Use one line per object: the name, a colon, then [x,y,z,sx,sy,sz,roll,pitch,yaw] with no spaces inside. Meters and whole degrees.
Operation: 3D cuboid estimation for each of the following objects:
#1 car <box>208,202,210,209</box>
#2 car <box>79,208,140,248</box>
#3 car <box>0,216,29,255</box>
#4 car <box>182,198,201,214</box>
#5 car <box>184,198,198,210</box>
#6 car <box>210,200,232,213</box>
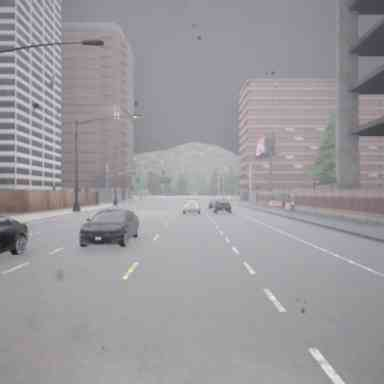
car: [3.363,1.774,47.843,1.895,1.301,4.718,0,0,0]
car: [-3.632,1.533,15.355,1.882,1.535,5.008,0,0,0]
car: [-7.125,1.532,10.724,2.128,1.511,4.902,0,0,0]
car: [-0.036,1.660,37.013,1.812,1.442,4.674,0,0,0]
car: [-0.081,1.648,47.272,1.882,1.535,5.008,0,0,0]
car: [3.437,1.643,38.321,1.837,1.490,4.892,0,0,0]
